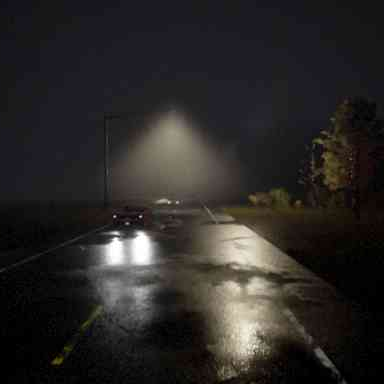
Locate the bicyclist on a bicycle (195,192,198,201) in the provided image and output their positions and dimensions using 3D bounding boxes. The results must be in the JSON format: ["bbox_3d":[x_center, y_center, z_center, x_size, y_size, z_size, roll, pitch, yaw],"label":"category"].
[{"bbox_3d":[0.932,0.866,66.785,0.659,1.776,1.843,0,1,0],"label":"bicyclist on a bicycle"}]

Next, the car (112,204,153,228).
[{"bbox_3d":[-3.610,1.443,20.825,1.895,1.301,4.718,0,0,0],"label":"car"}]

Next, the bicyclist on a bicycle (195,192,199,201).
[{"bbox_3d":[0.923,0.994,58.649,0.866,1.612,1.509,0,0,0],"label":"bicyclist on a bicycle"}]

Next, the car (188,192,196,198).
[{"bbox_3d":[-0.037,0.851,82.144,1.994,1.385,4.181,0,0,0],"label":"car"}]

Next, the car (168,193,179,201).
[{"bbox_3d":[-3.548,0.994,63.919,1.882,1.535,5.008,0,1,0],"label":"car"}]
